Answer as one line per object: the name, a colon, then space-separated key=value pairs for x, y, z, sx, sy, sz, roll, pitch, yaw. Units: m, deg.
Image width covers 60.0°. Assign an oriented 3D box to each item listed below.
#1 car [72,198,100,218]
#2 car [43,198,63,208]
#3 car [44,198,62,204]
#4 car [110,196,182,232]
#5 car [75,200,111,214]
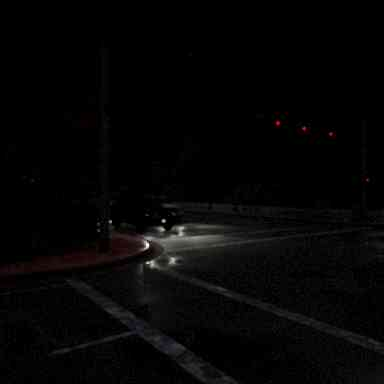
car: x=-9.077 y=1.417 z=28.736 sx=2.097 sy=1.767 sz=4.553 roll=1 pitch=0 yaw=-37
car: x=-21.366 y=1.613 z=51.031 sx=1.812 sy=1.442 sz=4.674 roll=1 pitch=0 yaw=-37
car: x=-15.561 y=1.664 z=37.357 sx=1.895 sy=1.301 sz=4.718 roll=1 pitch=0 yaw=-37
car: x=-3.254 y=1.288 z=21.000 sx=2.150 sy=2.045 sz=5.566 roll=1 pitch=0 yaw=-37
car: x=-11.181 y=1.635 z=37.342 sx=2.033 sy=1.411 sz=5.357 roll=1 pitch=0 yaw=-37
